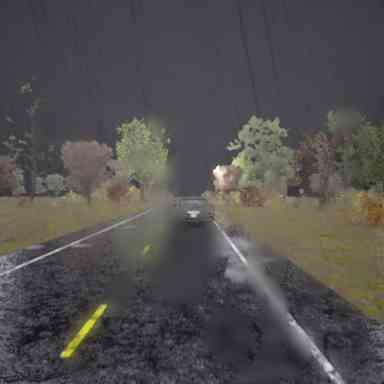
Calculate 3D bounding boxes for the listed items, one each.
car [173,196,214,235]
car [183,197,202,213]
[{"bbox_3d":[0.089,1.269,19.313,2.150,2.045,5.566,0,0,0],"label":"car"},{"bbox_3d":[0.076,1.448,39.148,2.097,1.767,4.553,0,0,0],"label":"car"}]
